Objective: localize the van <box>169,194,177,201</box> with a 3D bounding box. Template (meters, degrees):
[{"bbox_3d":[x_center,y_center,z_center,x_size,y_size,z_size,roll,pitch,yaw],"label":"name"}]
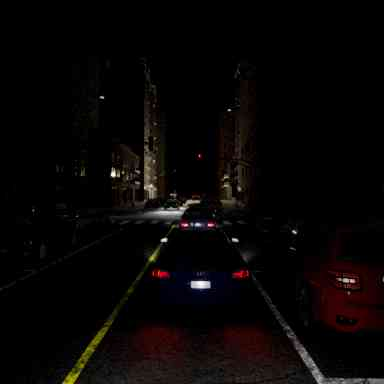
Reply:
[{"bbox_3d":[-4.748,1.371,84.702,1.690,1.788,3.998,1,0,1],"label":"van"}]

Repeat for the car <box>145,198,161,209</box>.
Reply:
[{"bbox_3d":[-5.270,1.555,44.995,1.887,1.381,4.507,1,0,1],"label":"car"}]

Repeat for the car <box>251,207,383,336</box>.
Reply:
[{"bbox_3d":[2.756,1.316,6.609,2.192,1.841,5.009,1,0,1],"label":"car"}]

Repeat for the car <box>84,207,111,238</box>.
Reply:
[{"bbox_3d":[-5.626,1.529,17.808,1.752,1.417,4.829,1,0,1],"label":"car"}]

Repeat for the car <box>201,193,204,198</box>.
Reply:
[{"bbox_3d":[3.554,1.335,67.566,2.192,1.841,5.009,1,0,1],"label":"car"}]

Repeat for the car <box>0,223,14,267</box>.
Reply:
[{"bbox_3d":[-5.773,1.526,6.560,1.752,1.417,4.829,1,0,1],"label":"car"}]

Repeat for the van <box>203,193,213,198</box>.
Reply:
[{"bbox_3d":[3.480,1.358,61.894,1.690,1.788,3.998,1,0,1],"label":"van"}]

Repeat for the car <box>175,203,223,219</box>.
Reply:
[{"bbox_3d":[0.276,1.552,17.799,2.033,1.411,5.357,0,0,0],"label":"car"}]

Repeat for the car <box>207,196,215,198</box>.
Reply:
[{"bbox_3d":[3.255,1.593,44.874,1.802,1.307,4.206,1,0,1],"label":"car"}]

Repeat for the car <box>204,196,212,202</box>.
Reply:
[{"bbox_3d":[3.700,1.608,78.912,1.802,1.307,4.206,1,0,1],"label":"car"}]

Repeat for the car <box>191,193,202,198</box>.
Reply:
[{"bbox_3d":[1.103,1.508,84.820,1.882,1.535,5.008,0,0,1],"label":"car"}]

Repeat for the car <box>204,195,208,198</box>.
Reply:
[{"bbox_3d":[3.403,1.597,56.220,1.802,1.307,4.206,1,0,1],"label":"car"}]

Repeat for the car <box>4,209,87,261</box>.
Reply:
[{"bbox_3d":[-5.698,1.547,12.354,1.887,1.381,4.507,1,0,1],"label":"car"}]

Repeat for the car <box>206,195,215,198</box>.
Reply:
[{"bbox_3d":[3.329,1.595,50.547,1.802,1.307,4.206,1,0,1],"label":"car"}]

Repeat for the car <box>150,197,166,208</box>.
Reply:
[{"bbox_3d":[-5.196,1.557,50.668,1.887,1.381,4.507,1,0,1],"label":"car"}]

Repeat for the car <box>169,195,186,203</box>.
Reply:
[{"bbox_3d":[-2.411,1.614,52.631,1.895,1.301,4.718,0,0,1],"label":"car"}]

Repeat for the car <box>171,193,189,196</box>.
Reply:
[{"bbox_3d":[-2.256,1.369,62.272,2.097,1.767,4.553,0,0,1],"label":"car"}]

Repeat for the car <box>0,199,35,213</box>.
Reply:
[{"bbox_3d":[-16.412,1.342,29.303,4.902,1.511,2.128,1,-1,1],"label":"car"}]

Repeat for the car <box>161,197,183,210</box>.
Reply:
[{"bbox_3d":[-2.541,1.611,43.200,1.895,1.301,4.718,0,0,1],"label":"car"}]

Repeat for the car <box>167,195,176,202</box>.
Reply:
[{"bbox_3d":[-4.823,1.466,79.030,1.967,1.590,4.097,1,0,1],"label":"car"}]

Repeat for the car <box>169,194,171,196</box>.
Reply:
[{"bbox_3d":[-4.973,1.602,67.685,1.802,1.307,4.206,1,0,1],"label":"car"}]

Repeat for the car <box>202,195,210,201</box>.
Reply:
[{"bbox_3d":[3.849,1.600,90.257,1.947,1.339,4.313,1,0,1],"label":"car"}]

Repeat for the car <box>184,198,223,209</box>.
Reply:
[{"bbox_3d":[1.349,1.629,36.475,1.895,1.301,4.718,-1,1,-31],"label":"car"}]

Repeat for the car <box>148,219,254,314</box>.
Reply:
[{"bbox_3d":[0.178,1.566,7.736,1.994,1.385,4.181,0,0,1],"label":"car"}]

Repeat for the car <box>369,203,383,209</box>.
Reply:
[{"bbox_3d":[18.654,1.738,31.849,5.357,1.411,2.033,0,-1,1],"label":"car"}]
